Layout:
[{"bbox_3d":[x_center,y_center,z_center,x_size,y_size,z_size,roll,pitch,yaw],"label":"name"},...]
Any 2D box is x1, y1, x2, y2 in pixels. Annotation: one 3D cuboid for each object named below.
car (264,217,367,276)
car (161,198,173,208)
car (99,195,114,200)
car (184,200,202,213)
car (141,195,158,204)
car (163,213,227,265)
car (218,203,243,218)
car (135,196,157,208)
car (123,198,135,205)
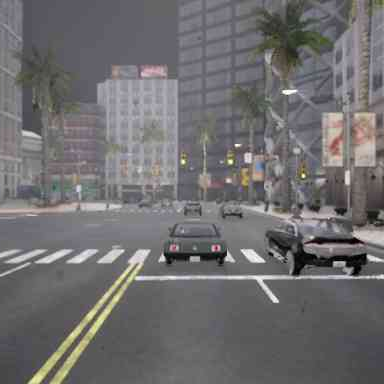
[{"bbox_3d":[3.593,1.546,10.519,2.128,1.511,4.902,0,0,0],"label":"car"},{"bbox_3d":[-3.988,1.764,53.882,2.128,1.511,4.902,0,0,-5],"label":"car"},{"bbox_3d":[-20.330,1.499,80.389,5.008,1.535,1.882,0,0,32],"label":"car"},{"bbox_3d":[0.099,1.679,36.905,2.128,1.511,4.902,0,0,0],"label":"car"},{"bbox_3d":[-9.129,1.579,69.855,2.150,2.045,5.566,0,0,-32],"label":"car"},{"bbox_3d":[0.095,1.661,11.851,1.895,1.301,4.718,0,0,0],"label":"car"},{"bbox_3d":[3.599,1.708,31.485,2.033,1.411,5.357,0,0,0],"label":"car"},{"bbox_3d":[-7.324,1.816,53.154,2.033,1.411,5.357,0,0,0],"label":"car"},{"bbox_3d":[-12.708,1.901,68.896,1.994,1.385,4.181,0,0,-36],"label":"car"}]
